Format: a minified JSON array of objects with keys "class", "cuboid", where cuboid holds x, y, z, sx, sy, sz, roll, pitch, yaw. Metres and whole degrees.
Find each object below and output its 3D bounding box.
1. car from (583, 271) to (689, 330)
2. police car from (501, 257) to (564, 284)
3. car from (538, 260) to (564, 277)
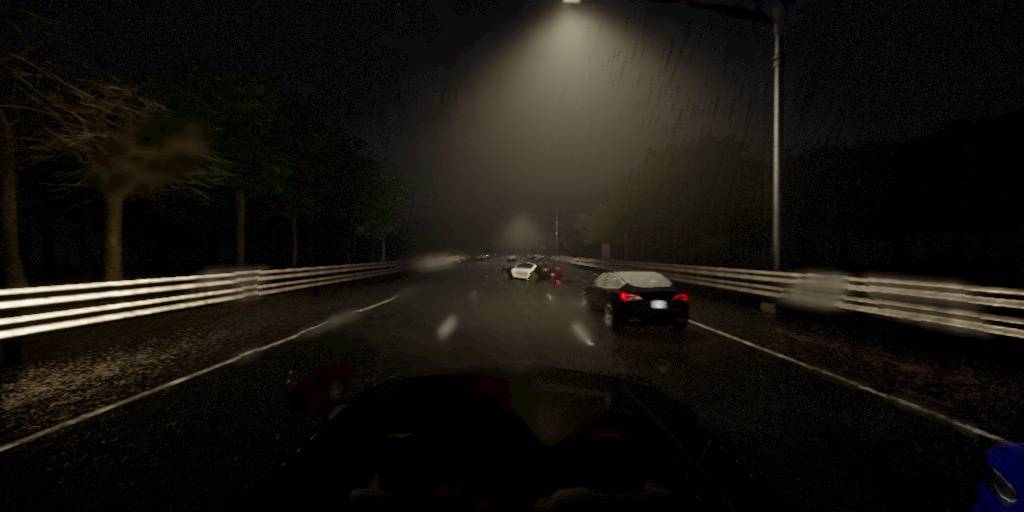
[{"class":"car","cuboid":[3.500,1.175,10.883,2.163,1.488,4.792,0,0,0]},{"class":"police car","cuboid":[1.167,1.059,24.761,2.038,1.542,4.974,0,1,-38]},{"class":"car","cuboid":[3.495,1.084,32.883,1.895,1.301,4.718,0,0,0]}]
